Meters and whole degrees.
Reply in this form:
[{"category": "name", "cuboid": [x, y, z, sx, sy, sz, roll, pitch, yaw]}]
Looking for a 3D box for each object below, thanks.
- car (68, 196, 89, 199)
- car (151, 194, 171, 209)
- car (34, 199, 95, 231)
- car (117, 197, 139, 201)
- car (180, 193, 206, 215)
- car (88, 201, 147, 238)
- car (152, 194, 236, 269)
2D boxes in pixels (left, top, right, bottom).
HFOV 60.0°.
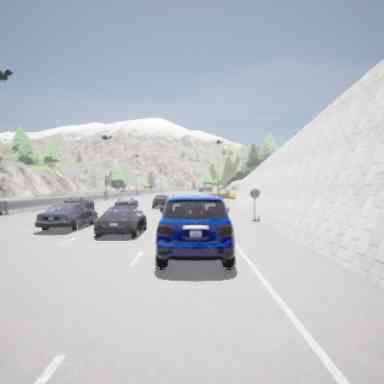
[{"category": "car", "cuboid": [-10.430, 1.126, 30.840, 2.128, 1.511, 4.902, 0, 1, 0]}, {"category": "car", "cuboid": [-3.438, 1.050, 38.142, 1.837, 1.490, 4.892, 0, 0, 0]}, {"category": "car", "cuboid": [-6.919, 1.323, 18.842, 2.033, 1.411, 5.357, 0, 1, 0]}, {"category": "car", "cuboid": [-6.936, 1.176, 35.786, 1.895, 1.301, 4.718, 0, 1, 0]}, {"category": "car", "cuboid": [0.084, 0.998, 29.648, 2.097, 1.767, 4.553, 0, 1, 0]}, {"category": "car", "cuboid": [-3.416, 1.367, 16.518, 1.994, 1.385, 4.181, 0, 1, 0]}, {"category": "car", "cuboid": [0.090, 1.091, 10.855, 2.150, 2.045, 5.566, 0, 1, 0]}]
